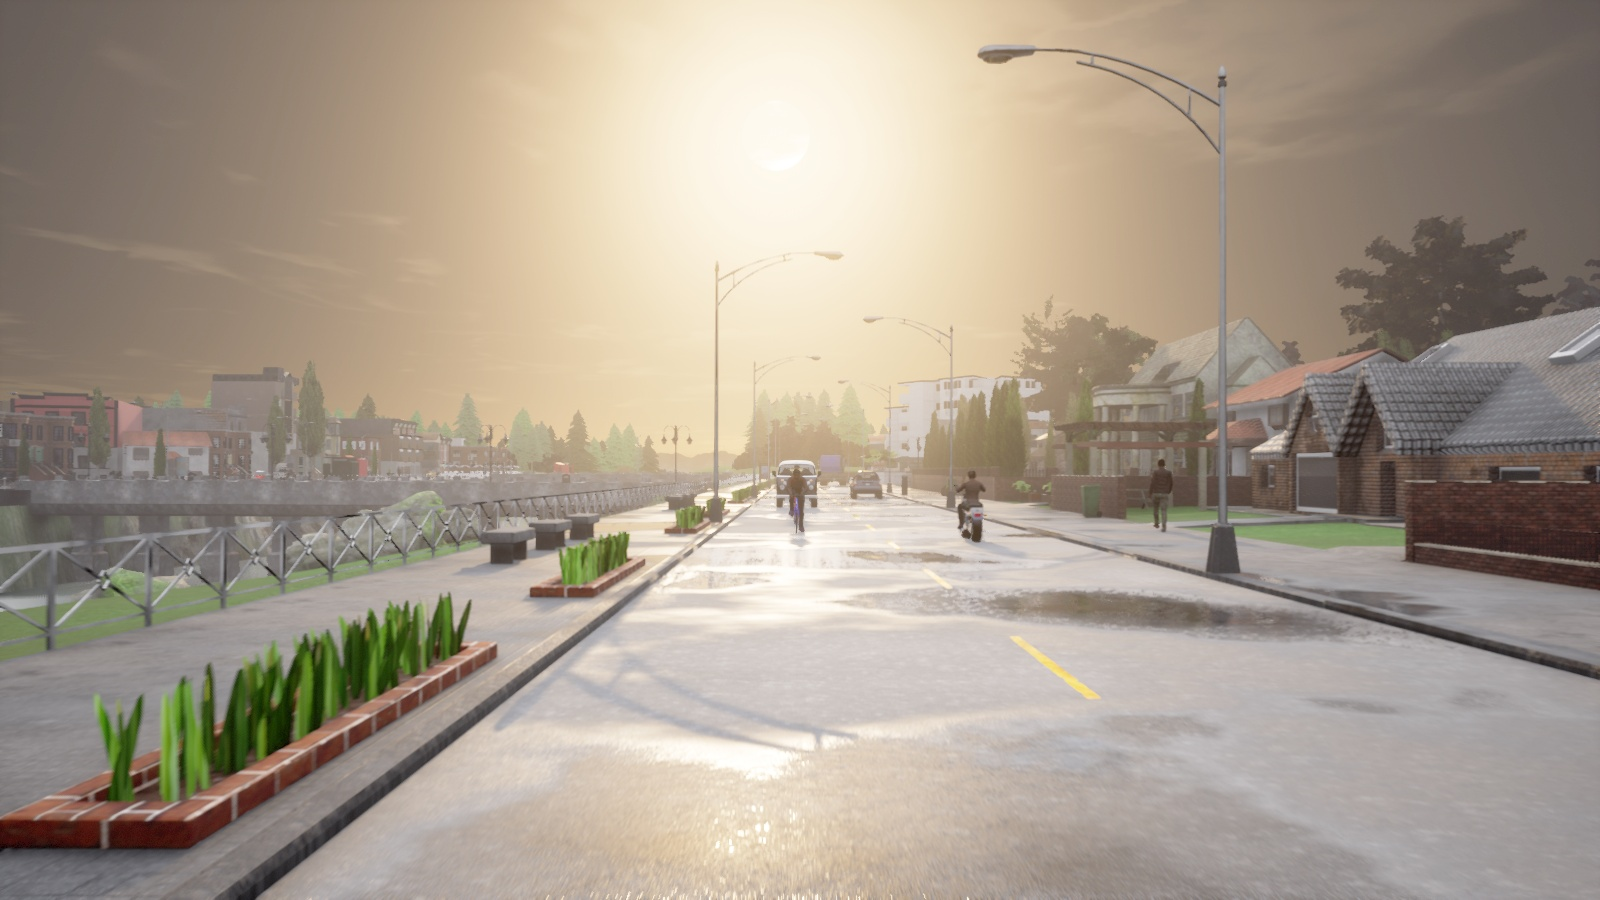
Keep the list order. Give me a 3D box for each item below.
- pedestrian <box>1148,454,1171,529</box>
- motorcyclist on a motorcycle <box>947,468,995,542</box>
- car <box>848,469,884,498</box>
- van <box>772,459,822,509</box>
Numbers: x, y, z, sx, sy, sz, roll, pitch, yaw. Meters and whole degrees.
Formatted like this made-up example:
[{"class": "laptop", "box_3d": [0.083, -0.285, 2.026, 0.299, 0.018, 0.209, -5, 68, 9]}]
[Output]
[{"class": "pedestrian", "box_3d": [8.907, 1.013, 31.093, 0.431, 1.840, 0.703, 0, -1, 8]}, {"class": "motorcyclist on a motorcycle", "box_3d": [3.932, 1.238, 29.011, 0.766, 1.649, 2.350, 0, -1, 0]}, {"class": "car", "box_3d": [3.828, 1.928, 73.019, 1.851, 1.617, 3.988, 0, -1, 0]}, {"class": "van", "box_3d": [-0.129, 1.453, 54.274, 2.069, 2.038, 4.480, 0, -1, 0]}]
